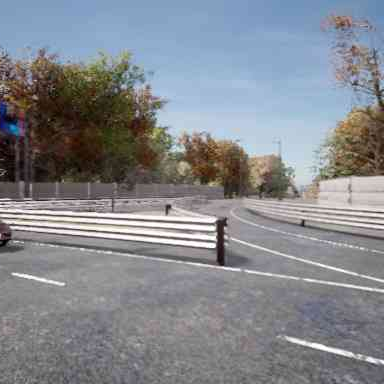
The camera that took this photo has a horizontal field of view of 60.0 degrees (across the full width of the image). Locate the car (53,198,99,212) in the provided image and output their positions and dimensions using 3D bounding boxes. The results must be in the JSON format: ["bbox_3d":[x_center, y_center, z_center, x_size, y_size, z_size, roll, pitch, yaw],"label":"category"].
[{"bbox_3d":[-11.848,1.352,34.312,4.674,1.442,1.812,0,0,-37],"label":"car"}]

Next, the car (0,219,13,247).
[{"bbox_3d":[-9.117,1.472,13.159,4.674,1.442,1.812,0,0,27],"label":"car"}]
